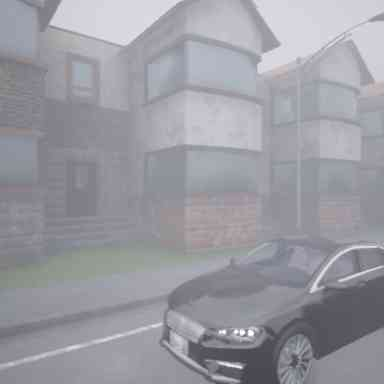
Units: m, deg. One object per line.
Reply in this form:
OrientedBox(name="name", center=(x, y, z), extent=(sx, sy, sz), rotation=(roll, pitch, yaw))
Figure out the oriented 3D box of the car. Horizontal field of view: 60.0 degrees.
OrientedBox(name="car", center=(1.842, 1.494, 5.302), extent=(4.902, 1.511, 2.128), rotation=(0, 0, -35))
